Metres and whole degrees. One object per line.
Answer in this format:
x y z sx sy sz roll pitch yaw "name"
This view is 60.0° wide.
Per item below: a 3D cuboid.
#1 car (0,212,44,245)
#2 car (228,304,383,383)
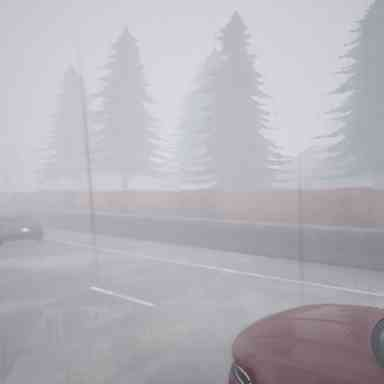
-8.835 1.637 15.968 4.181 1.385 1.994 0 0 42 "car"
2.617 1.483 2.188 5.008 1.535 1.882 0 0 35 "car"
